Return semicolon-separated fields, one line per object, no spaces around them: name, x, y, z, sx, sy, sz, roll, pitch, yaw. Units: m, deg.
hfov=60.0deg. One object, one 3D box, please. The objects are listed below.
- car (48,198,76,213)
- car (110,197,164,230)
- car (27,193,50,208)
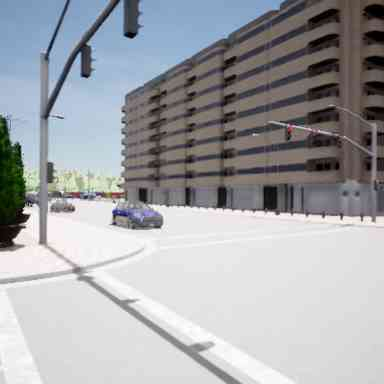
car;-14.740;1.659;38.017;1.994;1.385;4.181;1;0;-35
car;-3.696;1.423;22.053;2.097;1.767;4.553;1;-1;-35
car;-24.498;1.251;52.290;2.150;2.045;5.566;1;0;-35
